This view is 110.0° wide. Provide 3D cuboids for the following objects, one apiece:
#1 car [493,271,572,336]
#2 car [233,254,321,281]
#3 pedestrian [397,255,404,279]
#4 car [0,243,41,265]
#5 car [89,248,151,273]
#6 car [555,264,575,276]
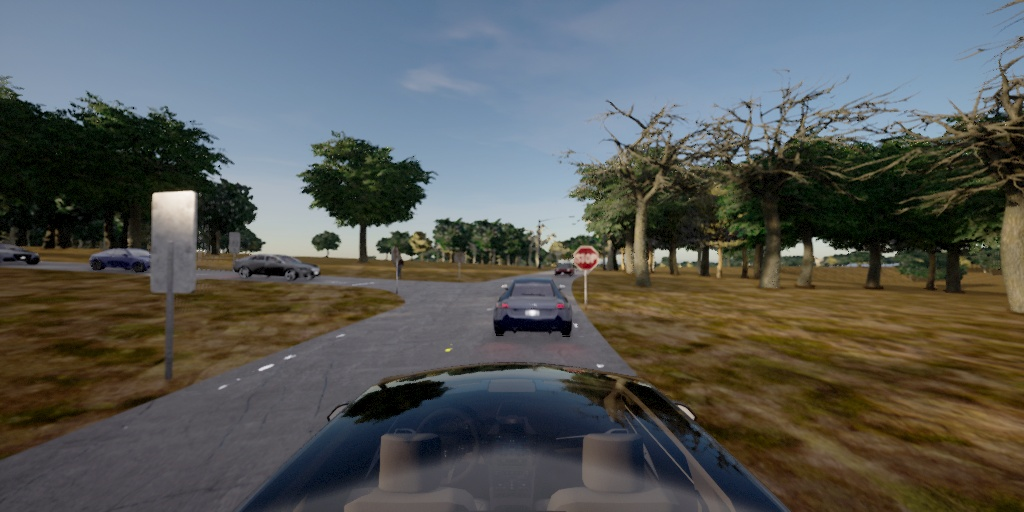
[{"bbox_3d":[0.618,1.308,10.410,1.994,1.385,4.181,0,0,4],"label":"car"},{"bbox_3d":[-14.055,0.641,21.574,4.902,1.511,2.128,3,-1,6],"label":"car"},{"bbox_3d":[-8.573,0.792,27.386,0.375,1.860,0.375,0,-4,6],"label":"pedestrian"},{"bbox_3d":[-33.846,-0.160,23.607,4.181,1.385,1.994,2,-1,6],"label":"car"},{"bbox_3d":[-23.826,0.246,22.566,4.674,1.442,1.812,2,-1,5],"label":"car"},{"bbox_3d":[6.208,1.623,41.703,1.895,1.301,4.718,0,-1,15],"label":"car"}]
